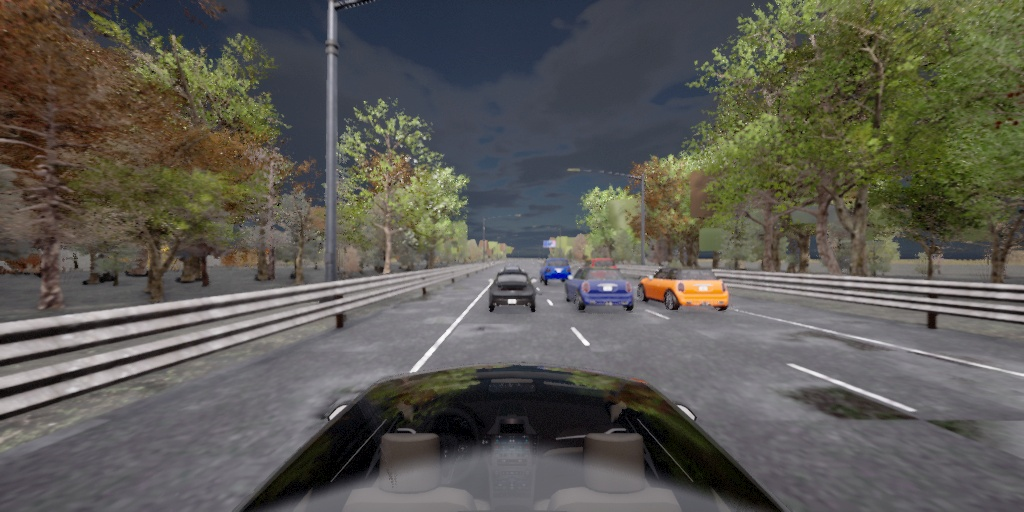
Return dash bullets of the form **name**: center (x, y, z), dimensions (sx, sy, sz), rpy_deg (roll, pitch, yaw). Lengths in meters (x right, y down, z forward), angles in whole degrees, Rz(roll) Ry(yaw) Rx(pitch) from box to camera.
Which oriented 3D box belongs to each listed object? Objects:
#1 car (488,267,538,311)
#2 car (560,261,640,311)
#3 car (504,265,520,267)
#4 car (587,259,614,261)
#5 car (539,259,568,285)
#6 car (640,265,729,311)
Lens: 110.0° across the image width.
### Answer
- **car**: center (0.024, 1.393, 15.352), dimensions (1.837, 1.490, 4.892), rpy_deg (0, 0, 0)
- **car**: center (3.525, 1.236, 15.267), dimensions (2.097, 1.767, 4.553), rpy_deg (0, -1, 0)
- **car**: center (0.028, 1.524, 30.349), dimensions (2.128, 1.511, 4.902), rpy_deg (0, 0, 0)
- **car**: center (7.016, 1.247, 29.424), dimensions (2.150, 2.045, 5.566), rpy_deg (0, 0, 0)
- **car**: center (3.517, 1.247, 29.412), dimensions (2.150, 2.045, 5.566), rpy_deg (0, 0, 0)
- **car**: center (7.025, 1.236, 15.262), dimensions (2.097, 1.767, 4.553), rpy_deg (0, -1, 0)
